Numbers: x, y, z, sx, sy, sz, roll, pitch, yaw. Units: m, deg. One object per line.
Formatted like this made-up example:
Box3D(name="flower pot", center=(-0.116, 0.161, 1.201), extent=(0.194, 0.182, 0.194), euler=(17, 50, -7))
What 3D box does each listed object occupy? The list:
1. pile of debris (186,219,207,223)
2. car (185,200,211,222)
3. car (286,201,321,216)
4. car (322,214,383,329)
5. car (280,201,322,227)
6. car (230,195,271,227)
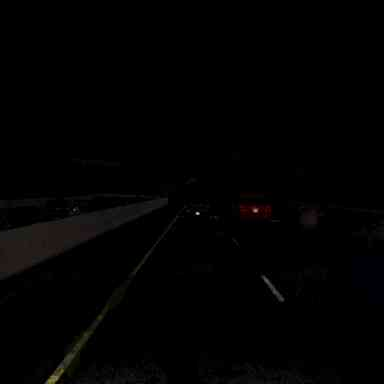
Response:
Box3D(name="pile of debris", center=(0.325, 2.172, 24.897), extent=(1.500, 0.140, 1.860), euler=(0, 0, 1))
Box3D(name="car", center=(0.438, 1.556, 26.481), extent=(1.994, 1.385, 4.181), euler=(0, 0, 1))
Box3D(name="car", center=(11.021, 1.596, 33.244), extent=(1.895, 1.301, 4.718), euler=(0, 0, 1))
Box3D(name="car", center=(3.682, 1.221, 3.852), extent=(2.150, 2.045, 5.566), euler=(0, 0, 1))
Box3D(name="car", center=(7.400, 1.522, 22.683), extent=(1.812, 1.442, 4.674), euler=(0, 0, 1))
Box3D(name="car", center=(3.902, 1.218, 22.938), extent=(2.150, 2.045, 5.566), euler=(0, 0, 1))
